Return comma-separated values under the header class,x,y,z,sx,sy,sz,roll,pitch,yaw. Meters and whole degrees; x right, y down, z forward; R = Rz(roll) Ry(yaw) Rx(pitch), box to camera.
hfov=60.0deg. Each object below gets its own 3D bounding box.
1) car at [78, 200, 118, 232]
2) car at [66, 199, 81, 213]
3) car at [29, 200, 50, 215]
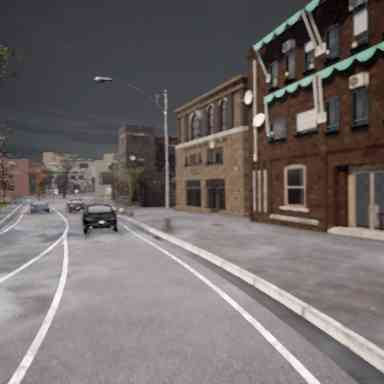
class,x,y,z,sx,sy,sz,roll,pitch,yaw
car,-5.770,1.491,20.450,1.882,1.535,5.008,-1,0,-20
car,-13.077,1.554,37.496,1.812,1.442,4.674,-1,0,-25
car,-16.744,1.635,36.682,1.812,1.442,4.674,-1,0,-25
